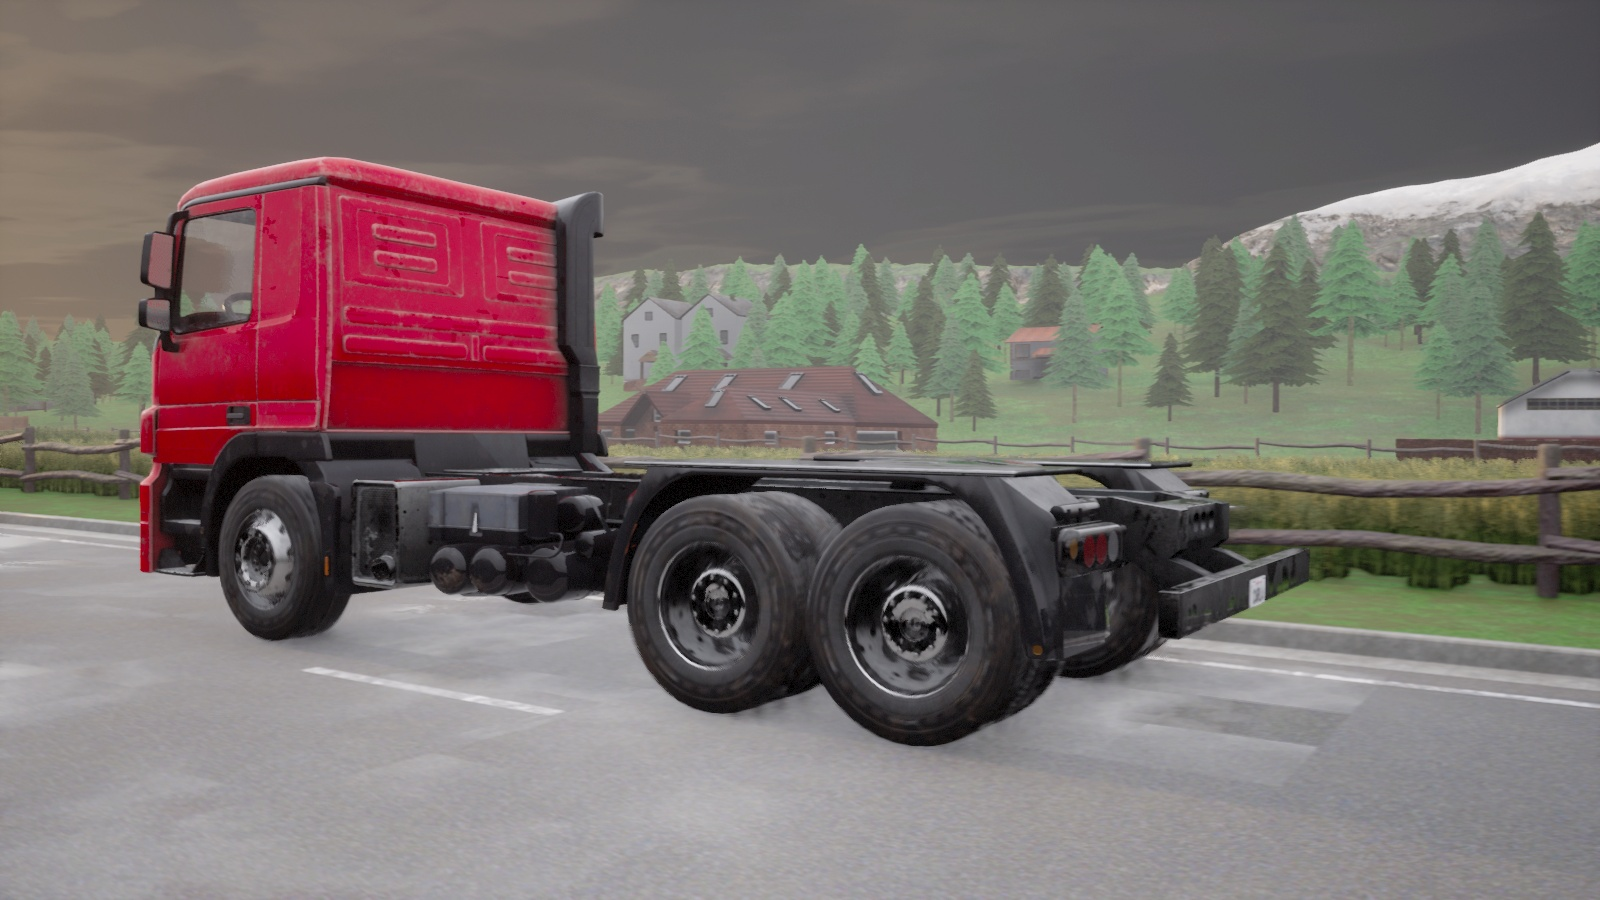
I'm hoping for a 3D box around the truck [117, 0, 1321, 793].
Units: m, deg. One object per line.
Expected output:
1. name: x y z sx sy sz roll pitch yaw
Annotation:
1. truck: -1.000 -0.357 8.478 7.936 3.462 2.891 0 1 33
